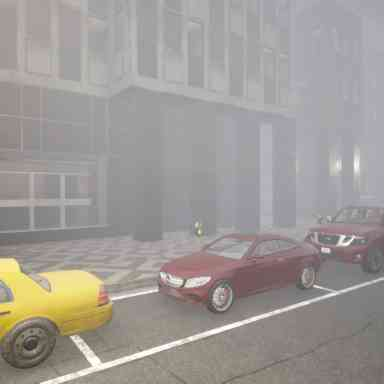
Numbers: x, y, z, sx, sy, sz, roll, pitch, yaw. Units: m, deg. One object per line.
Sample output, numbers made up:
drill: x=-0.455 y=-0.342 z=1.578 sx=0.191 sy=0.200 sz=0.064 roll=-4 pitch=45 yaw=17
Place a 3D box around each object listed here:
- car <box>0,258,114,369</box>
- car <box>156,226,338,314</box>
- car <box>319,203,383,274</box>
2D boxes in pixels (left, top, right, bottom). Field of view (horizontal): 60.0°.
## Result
car: x=-3.475 y=1.525 z=4.174 sx=4.829 sy=1.417 sz=1.752 roll=0 pitch=0 yaw=-35
car: x=1.227 y=1.582 z=7.521 sx=4.206 sy=1.307 sz=1.802 roll=0 pitch=0 yaw=-35
car: x=5.790 y=1.314 z=10.772 sx=5.009 sy=1.841 sz=2.192 roll=0 pitch=0 yaw=-35
